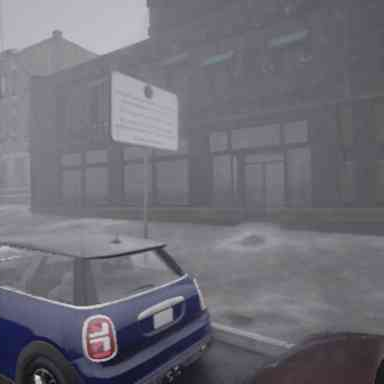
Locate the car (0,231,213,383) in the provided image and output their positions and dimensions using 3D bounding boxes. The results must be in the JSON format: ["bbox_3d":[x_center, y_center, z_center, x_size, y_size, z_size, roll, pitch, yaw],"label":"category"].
[{"bbox_3d":[-2.038,1.355,4.756,4.553,1.767,2.185,0,0,35],"label":"car"}]
